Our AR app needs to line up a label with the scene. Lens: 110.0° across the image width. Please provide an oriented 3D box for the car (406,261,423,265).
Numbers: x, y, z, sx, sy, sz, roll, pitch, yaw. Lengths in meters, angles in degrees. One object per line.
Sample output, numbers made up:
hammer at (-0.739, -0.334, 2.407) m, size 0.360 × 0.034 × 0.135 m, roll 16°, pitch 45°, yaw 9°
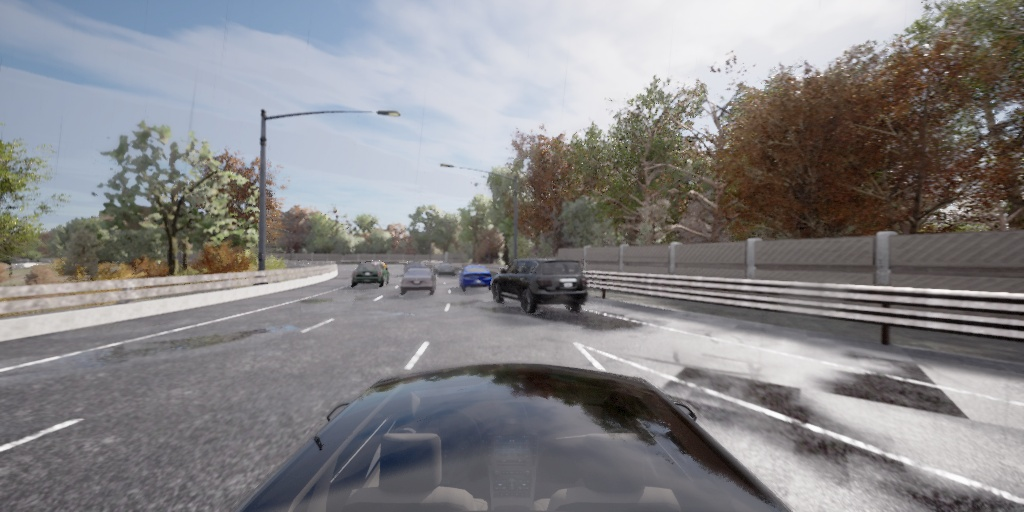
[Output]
car at (-11.123, 1.378, 40.571) m, size 2.097 × 1.767 × 4.553 m, roll 0°, pitch -1°, yaw -21°

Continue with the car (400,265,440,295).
car at (-5.468, 1.440, 21.234) m, size 2.033 × 1.411 × 5.357 m, roll 0°, pitch 0°, yaw -11°

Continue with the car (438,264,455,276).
car at (-8.082, 1.623, 42.194) m, size 1.994 × 1.385 × 4.181 m, roll 1°, pitch -1°, yaw -22°

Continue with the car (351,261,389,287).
car at (-10.219, 1.258, 26.174) m, size 2.097 × 1.767 × 4.553 m, roll 0°, pitch -1°, yaw -14°

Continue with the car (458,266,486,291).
car at (-2.503, 1.412, 23.936) m, size 1.882 × 1.535 × 5.008 m, roll 1°, pitch -1°, yaw -11°

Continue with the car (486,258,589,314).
car at (0.934, 1.097, 14.765) m, size 2.150 × 2.045 × 5.566 m, roll 0°, pitch 0°, yaw -22°
